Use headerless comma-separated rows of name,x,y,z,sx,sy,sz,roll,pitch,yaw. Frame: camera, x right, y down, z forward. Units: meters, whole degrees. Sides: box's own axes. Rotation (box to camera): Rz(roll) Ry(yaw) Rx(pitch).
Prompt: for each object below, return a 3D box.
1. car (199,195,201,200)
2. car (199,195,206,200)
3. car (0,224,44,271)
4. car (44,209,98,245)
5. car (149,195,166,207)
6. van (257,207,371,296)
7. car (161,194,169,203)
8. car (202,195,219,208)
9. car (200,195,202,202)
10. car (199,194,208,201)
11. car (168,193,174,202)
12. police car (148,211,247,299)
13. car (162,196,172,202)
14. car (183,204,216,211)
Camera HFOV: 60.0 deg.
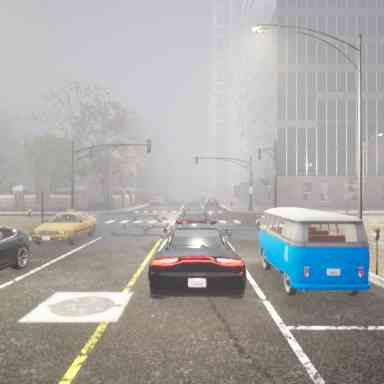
car,2.799,1.522,74.913,1.947,1.339,4.313,0,0,0
car,2.825,1.453,92.130,1.752,1.417,4.829,0,0,0
car,-5.759,1.562,8.394,1.947,1.339,4.313,0,0,0
car,-5.796,1.518,15.628,1.752,1.417,4.829,0,0,0
car,-5.615,1.518,52.198,1.887,1.381,4.507,0,0,0
van,2.785,1.338,8.383,1.690,1.788,3.998,0,0,0
car,-5.607,1.521,57.881,2.008,1.369,4.403,0,0,0
car,2.759,1.416,46.508,1.967,1.590,4.097,0,0,0
car,2.766,1.539,52.189,1.947,1.339,4.313,0,0,0
car,2.808,1.388,80.594,1.967,1.590,4.097,0,0,0
car,-5.589,1.277,69.247,2.192,1.841,5.009,0,0,0
police car,0.108,1.501,8.569,2.038,1.542,4.974,0,0,0
car,-5.582,1.538,74.929,1.802,1.307,4.206,0,0,0
car,0.124,1.555,17.531,1.994,1.385,4.181,0,0,0
